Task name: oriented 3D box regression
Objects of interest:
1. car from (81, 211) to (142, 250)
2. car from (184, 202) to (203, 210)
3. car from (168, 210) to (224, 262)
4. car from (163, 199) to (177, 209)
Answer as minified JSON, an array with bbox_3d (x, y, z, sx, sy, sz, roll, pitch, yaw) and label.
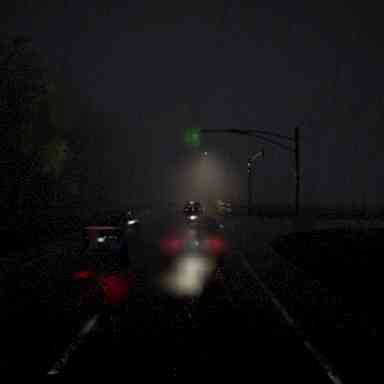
[{"bbox_3d":[-3.396,1.576,14.808,2.128,1.511,4.902,0,0,0],"label":"car"},{"bbox_3d":[0.108,1.738,34.483,2.033,1.411,5.357,0,0,0],"label":"car"},{"bbox_3d":[0.217,1.617,12.358,2.033,1.411,5.357,0,0,3],"label":"car"},{"bbox_3d":[-3.390,1.782,50.785,1.837,1.490,4.892,0,0,0],"label":"car"}]
